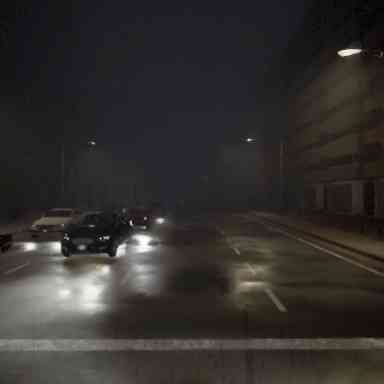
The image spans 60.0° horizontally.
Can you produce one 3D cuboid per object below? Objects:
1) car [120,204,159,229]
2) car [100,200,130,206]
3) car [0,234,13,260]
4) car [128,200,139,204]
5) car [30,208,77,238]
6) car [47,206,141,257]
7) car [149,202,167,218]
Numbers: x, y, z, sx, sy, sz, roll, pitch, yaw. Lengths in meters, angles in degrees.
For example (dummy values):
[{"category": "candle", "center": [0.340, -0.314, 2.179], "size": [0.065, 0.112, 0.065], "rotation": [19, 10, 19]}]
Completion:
[{"category": "car", "center": [-3.579, 1.702, 22.564], "size": [1.895, 1.301, 4.718], "rotation": [0, 0, 0]}, {"category": "car", "center": [-7.067, 1.675, 28.395], "size": [2.033, 1.411, 5.357], "rotation": [0, 0, 0]}, {"category": "car", "center": [-7.106, 1.640, 9.224], "size": [1.895, 1.301, 4.718], "rotation": [0, 0, 0]}, {"category": "car", "center": [-7.043, 1.661, 37.701], "size": [2.128, 1.511, 4.902], "rotation": [0, 0, 0]}, {"category": "car", "center": [-7.084, 1.607, 18.345], "size": [1.812, 1.442, 4.674], "rotation": [0, 0, 0]}, {"category": "car", "center": [-3.588, 1.550, 13.296], "size": [2.128, 1.511, 4.902], "rotation": [0, 0, 0]}, {"category": "car", "center": [-3.553, 1.673, 32.561], "size": [1.812, 1.442, 4.674], "rotation": [0, 0, 0]}]
